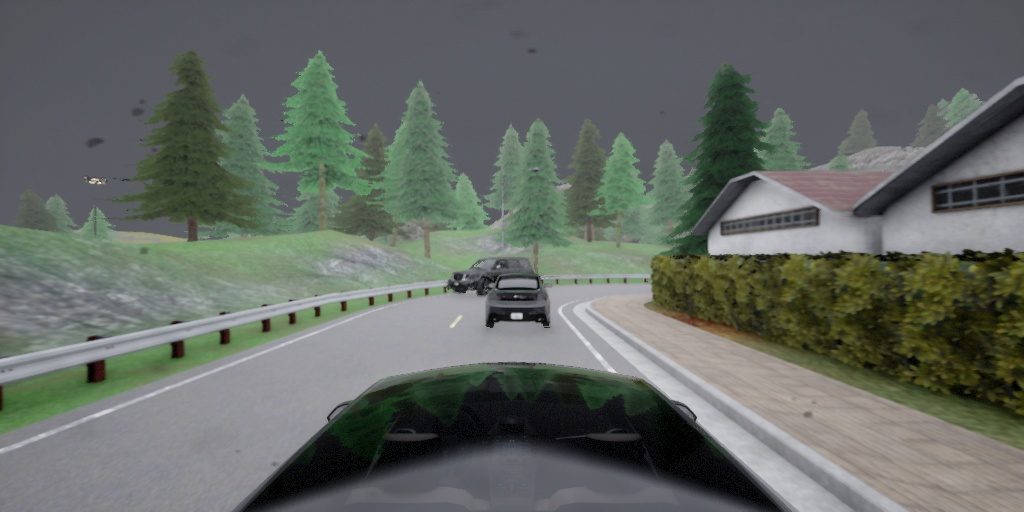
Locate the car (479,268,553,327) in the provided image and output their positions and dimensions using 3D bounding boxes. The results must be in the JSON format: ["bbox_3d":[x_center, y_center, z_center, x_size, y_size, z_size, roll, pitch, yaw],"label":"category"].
[{"bbox_3d":[0.262,1.319,11.760,1.837,1.490,4.892,0,0,3],"label":"car"}]

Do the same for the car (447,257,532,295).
[{"bbox_3d":[-1.008,1.080,20.289,2.150,2.045,5.566,-1,-1,41],"label":"car"}]
